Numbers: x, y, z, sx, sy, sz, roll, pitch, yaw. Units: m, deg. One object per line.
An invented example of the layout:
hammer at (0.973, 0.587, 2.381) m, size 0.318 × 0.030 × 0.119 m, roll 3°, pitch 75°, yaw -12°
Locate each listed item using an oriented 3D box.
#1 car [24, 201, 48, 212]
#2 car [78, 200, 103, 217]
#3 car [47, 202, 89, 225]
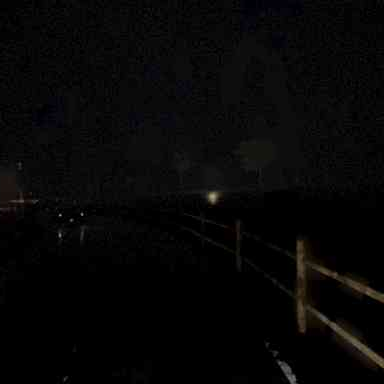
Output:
car at (-19.067, 1.790, 41.246) m, size 4.718 × 1.301 × 1.895 m, roll -1°, pitch 1°, yaw 42°
car at (-9.851, 1.505, 30.847) m, size 1.882 × 1.535 × 5.008 m, roll -1°, pitch 0°, yaw -35°
car at (-9.404, 1.670, 24.970) m, size 1.895 × 1.301 × 4.718 m, roll -1°, pitch 0°, yaw -29°
